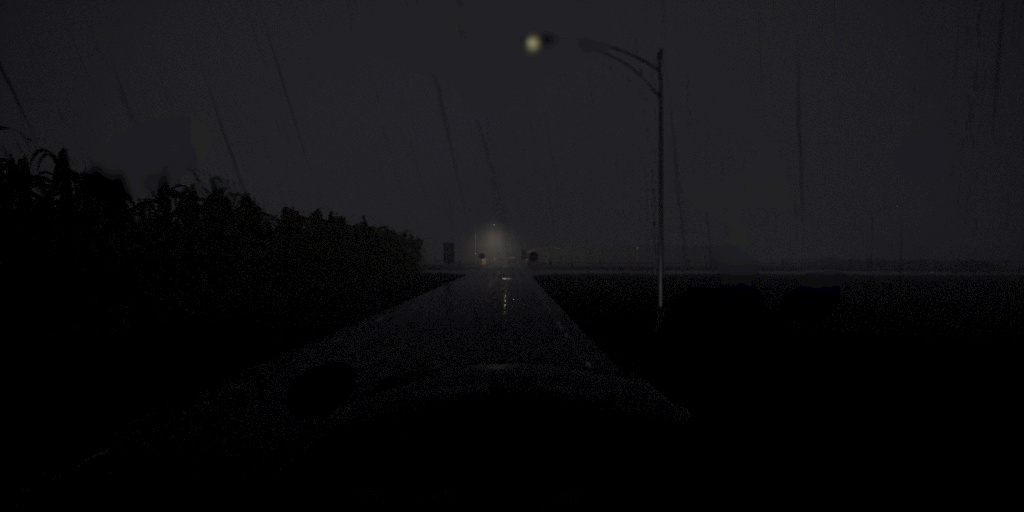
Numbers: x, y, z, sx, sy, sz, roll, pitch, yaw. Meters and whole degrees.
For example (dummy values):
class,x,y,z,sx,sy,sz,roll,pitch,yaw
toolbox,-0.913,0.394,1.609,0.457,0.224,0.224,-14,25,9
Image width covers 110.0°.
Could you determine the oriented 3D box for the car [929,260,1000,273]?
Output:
class,x,y,z,sx,sy,sz,roll,pitch,yaw
car,50.137,1.115,39.725,5.357,1.411,2.033,0,1,8
